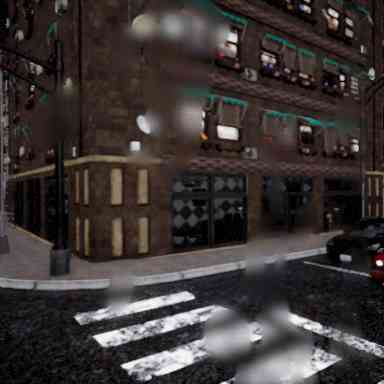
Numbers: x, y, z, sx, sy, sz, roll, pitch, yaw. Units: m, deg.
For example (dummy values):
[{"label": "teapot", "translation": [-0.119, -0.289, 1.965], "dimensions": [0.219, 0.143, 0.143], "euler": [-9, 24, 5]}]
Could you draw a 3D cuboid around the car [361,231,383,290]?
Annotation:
[{"label": "car", "translation": [6.180, 1.604, 7.779], "dimensions": [4.718, 1.301, 1.895], "euler": [0, 0, -35]}]

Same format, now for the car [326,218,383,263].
[{"label": "car", "translation": [6.297, 1.570, 11.061], "dimensions": [4.313, 1.339, 1.947], "euler": [0, 0, -36]}]
